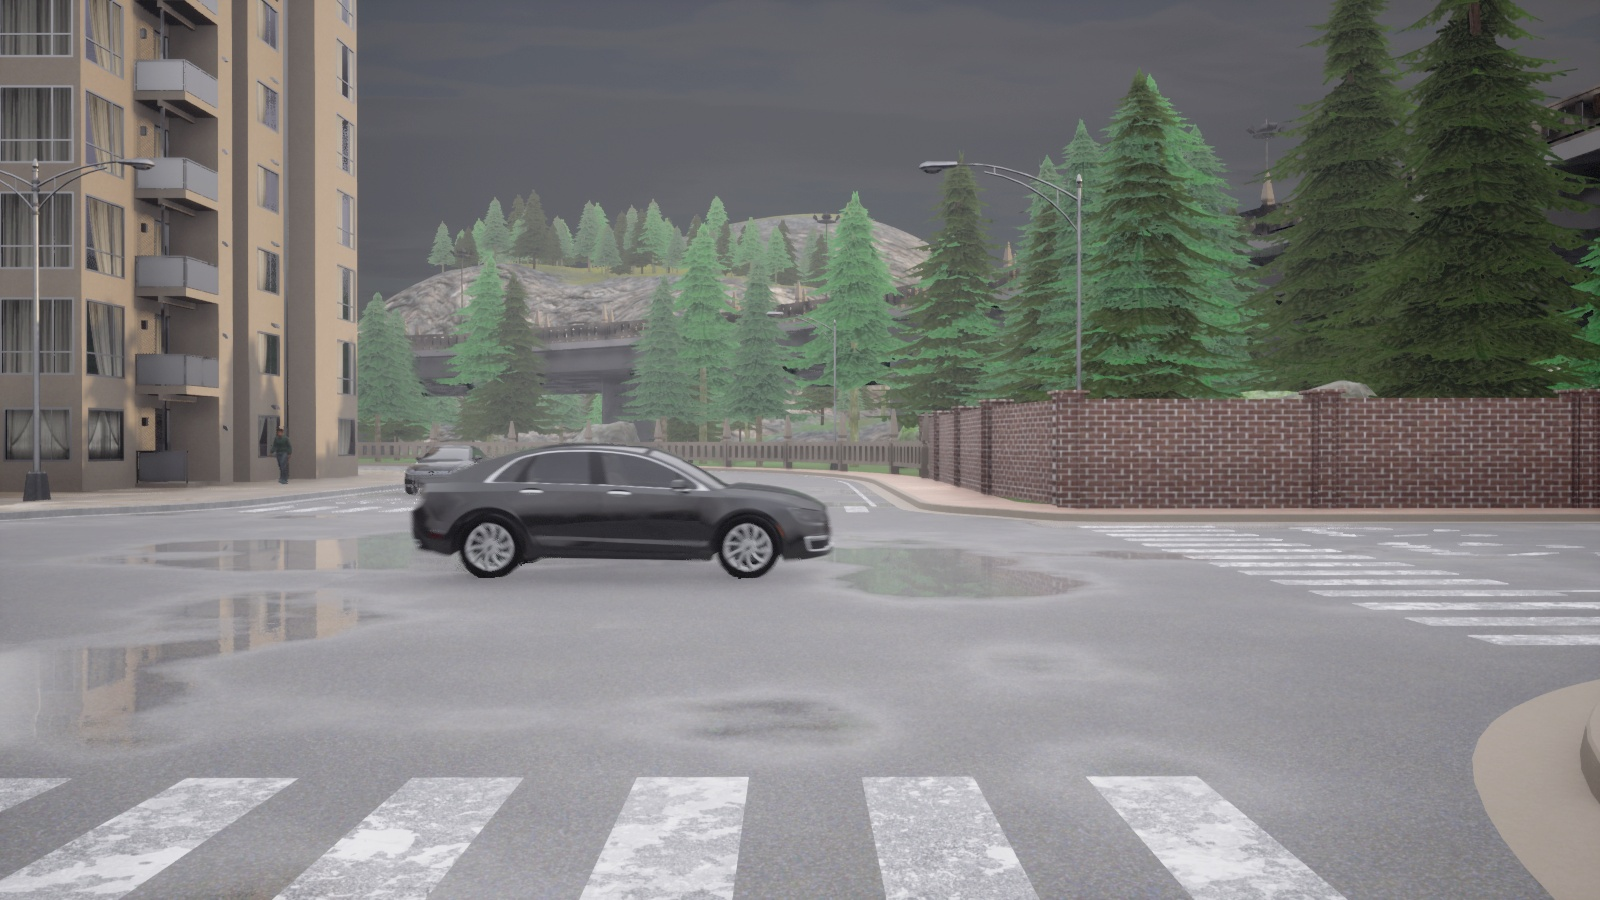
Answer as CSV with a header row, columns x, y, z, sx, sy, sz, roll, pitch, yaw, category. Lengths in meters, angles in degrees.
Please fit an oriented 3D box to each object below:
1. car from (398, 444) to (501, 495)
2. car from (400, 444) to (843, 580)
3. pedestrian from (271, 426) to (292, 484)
x,y,z,sx,sy,sz,roll,pitch,yaw,category
-10.493,0.550,37.926,1.812,1.442,4.674,0,0,0,car
-1.975,0.683,14.819,4.892,1.490,1.837,0,0,0,car
-16.655,0.159,40.346,0.353,1.847,0.614,0,0,7,pedestrian
